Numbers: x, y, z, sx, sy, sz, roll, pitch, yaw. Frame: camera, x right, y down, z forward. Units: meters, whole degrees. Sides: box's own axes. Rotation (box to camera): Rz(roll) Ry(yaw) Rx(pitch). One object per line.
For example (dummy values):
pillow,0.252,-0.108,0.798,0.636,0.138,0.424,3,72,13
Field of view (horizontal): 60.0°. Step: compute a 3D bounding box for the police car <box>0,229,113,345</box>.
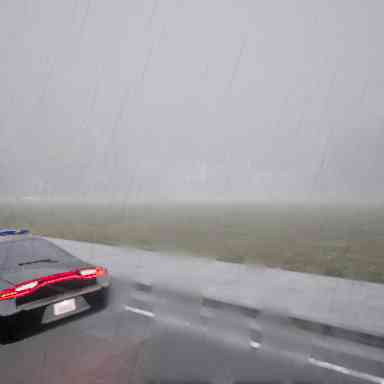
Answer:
police car,-3.829,1.508,6.290,4.974,1.542,2.038,0,0,35
